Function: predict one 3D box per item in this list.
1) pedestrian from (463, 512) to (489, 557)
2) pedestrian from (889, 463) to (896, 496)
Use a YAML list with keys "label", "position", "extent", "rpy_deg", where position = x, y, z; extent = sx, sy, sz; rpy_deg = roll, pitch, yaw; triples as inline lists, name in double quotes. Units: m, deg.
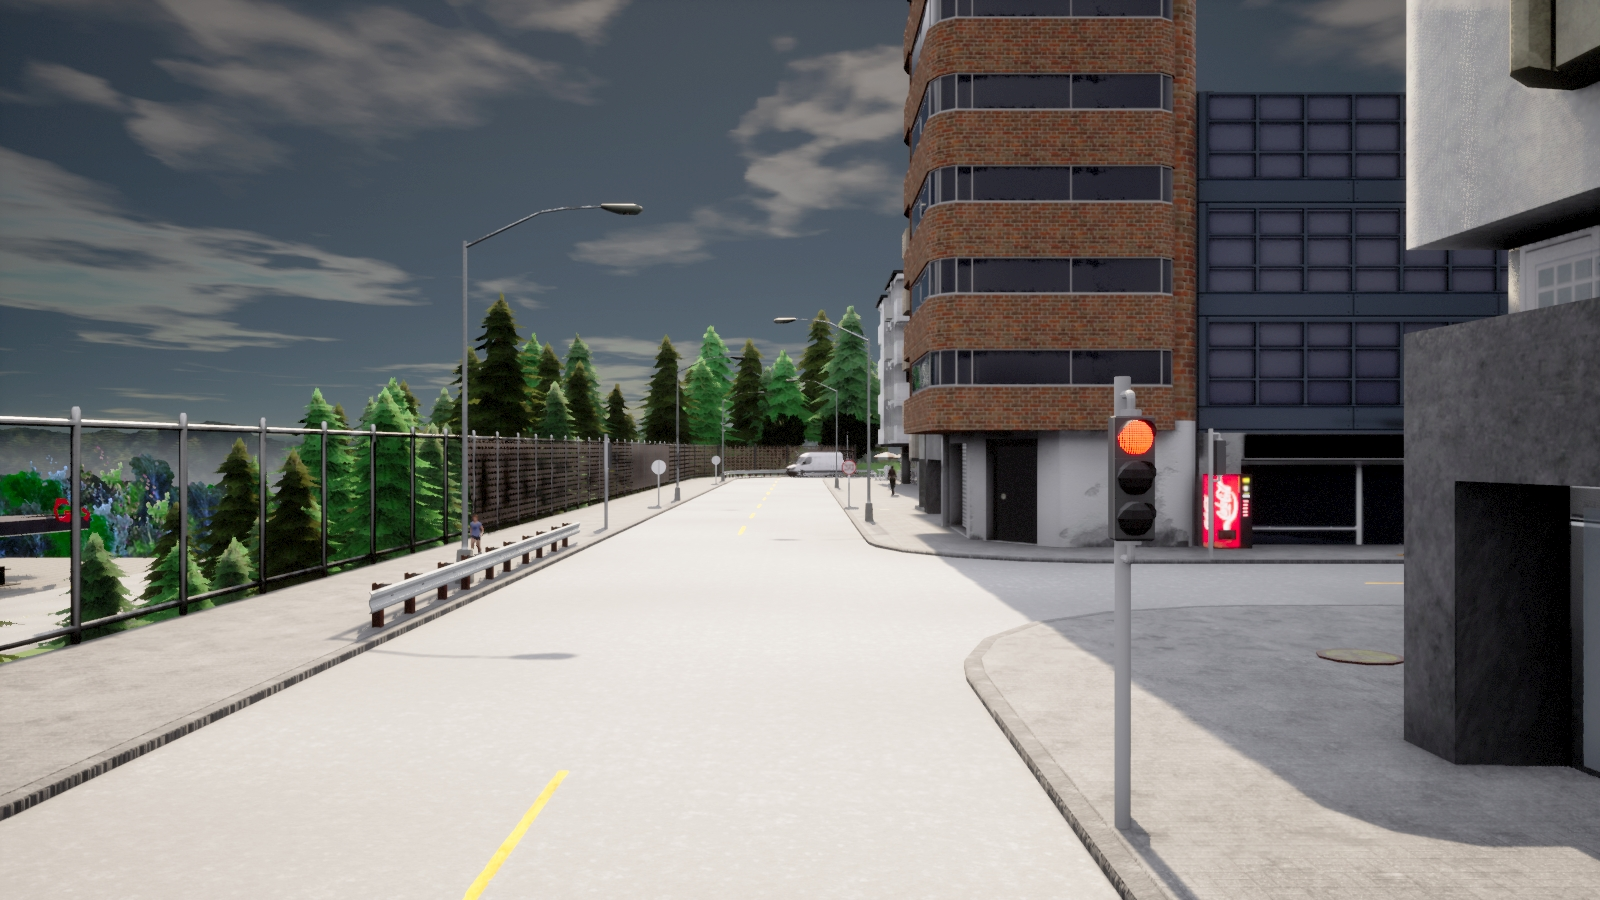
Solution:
- label: "pedestrian"
  position: [-8.127, 2.113, 28.650]
  extent: [0.500, 1.100, 0.500]
  rpy_deg: [0, 0, 0]
- label: "pedestrian"
  position: [5.402, 1.718, 66.674]
  extent: [0.375, 1.860, 0.375]
  rpy_deg: [0, 0, 3]
